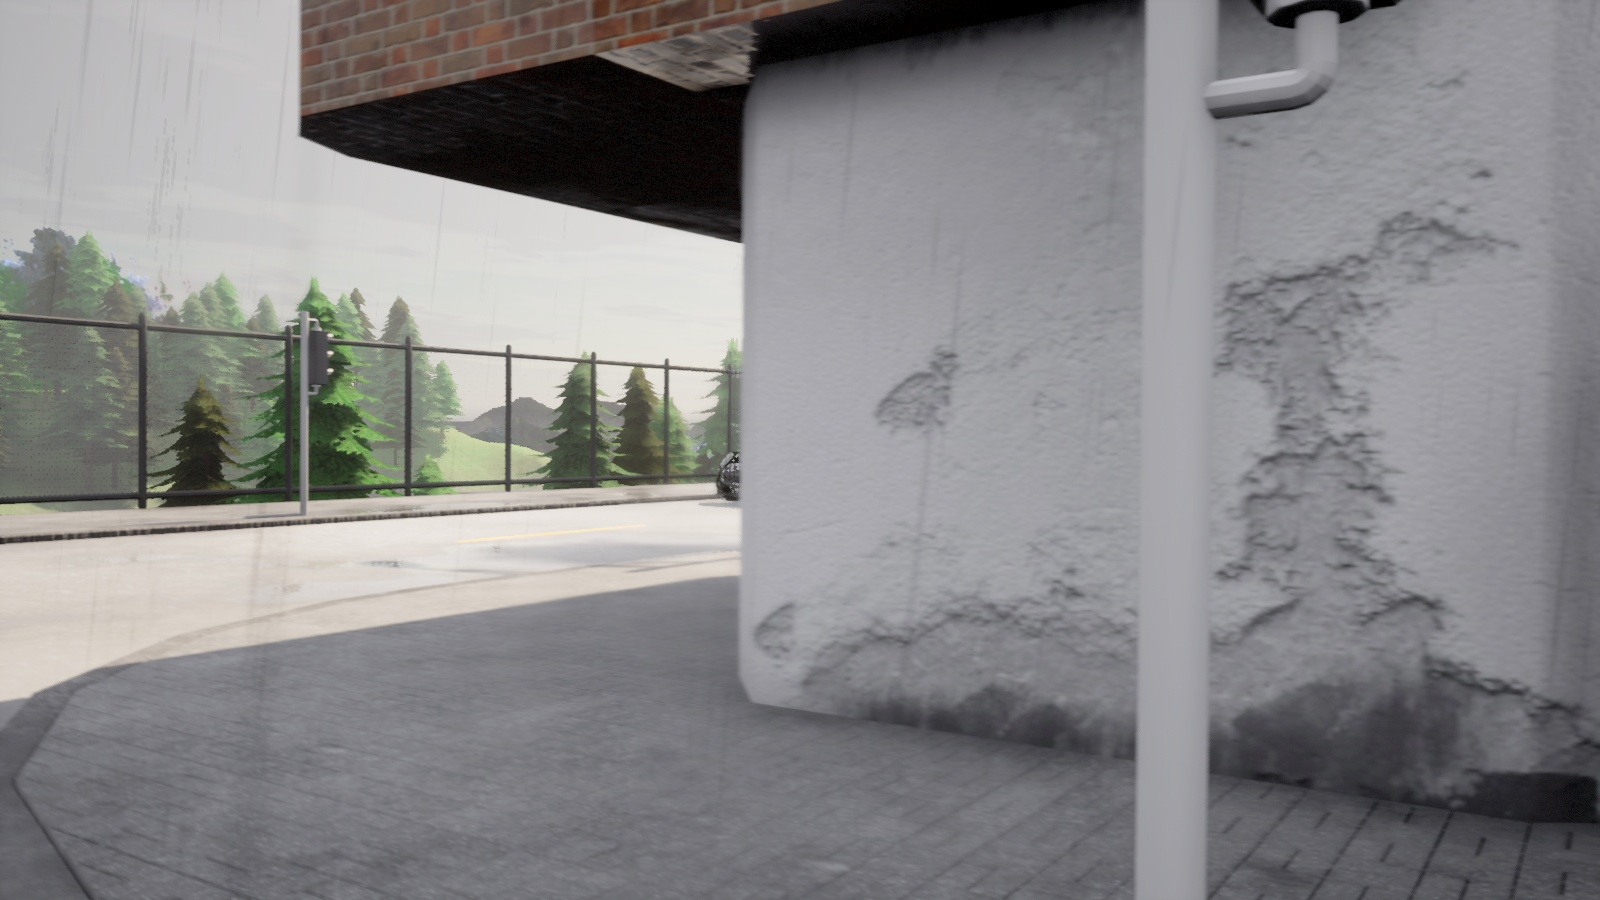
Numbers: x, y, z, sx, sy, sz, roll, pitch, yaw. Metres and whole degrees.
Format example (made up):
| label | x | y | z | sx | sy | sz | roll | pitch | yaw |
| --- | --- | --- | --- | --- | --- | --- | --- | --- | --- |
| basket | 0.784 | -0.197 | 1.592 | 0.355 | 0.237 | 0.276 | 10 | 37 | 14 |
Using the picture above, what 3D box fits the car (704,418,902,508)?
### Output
| label | x | y | z | sx | sy | sz | roll | pitch | yaw |
| --- | --- | --- | --- | --- | --- | --- | --- | --- | --- |
| car | 0.175 | 0.231 | 27.104 | 2.097 | 1.767 | 4.553 | 0 | 1 | 33 |
